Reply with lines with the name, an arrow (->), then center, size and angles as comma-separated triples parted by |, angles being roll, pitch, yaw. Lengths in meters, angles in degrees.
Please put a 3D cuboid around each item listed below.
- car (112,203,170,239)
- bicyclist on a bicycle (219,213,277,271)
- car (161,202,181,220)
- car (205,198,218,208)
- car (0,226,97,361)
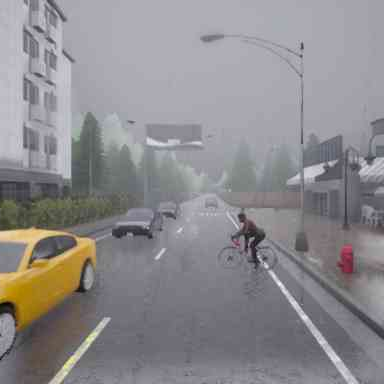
car -> -2.658, 1.538, 17.727 | 2.033, 1.411, 5.357 | 0, 0, 3
bicyclist on a bicycle -> 1.574, 1.425, 9.424 | 1.656, 1.620, 0.582 | 0, 0, 3
car -> -2.005, 1.533, 28.295 | 2.033, 1.411, 5.357 | 0, 0, 3
car -> 2.913, 1.593, 50.024 | 2.033, 1.411, 5.357 | 0, 2, 3
car -> -3.338, 1.474, 6.075 | 1.882, 1.535, 5.008 | 0, 0, 3
